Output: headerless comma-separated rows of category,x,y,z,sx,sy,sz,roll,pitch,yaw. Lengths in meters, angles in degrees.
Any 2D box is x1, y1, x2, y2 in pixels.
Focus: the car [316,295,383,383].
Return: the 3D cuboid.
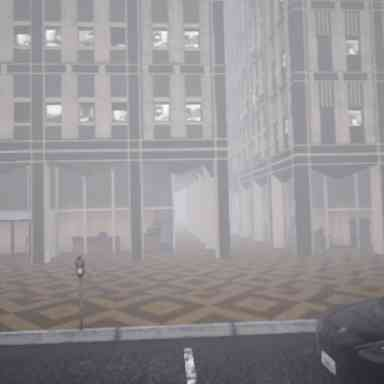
car,3.845,1.693,4.258,4.313,1.339,1.947,-1,-3,-4
